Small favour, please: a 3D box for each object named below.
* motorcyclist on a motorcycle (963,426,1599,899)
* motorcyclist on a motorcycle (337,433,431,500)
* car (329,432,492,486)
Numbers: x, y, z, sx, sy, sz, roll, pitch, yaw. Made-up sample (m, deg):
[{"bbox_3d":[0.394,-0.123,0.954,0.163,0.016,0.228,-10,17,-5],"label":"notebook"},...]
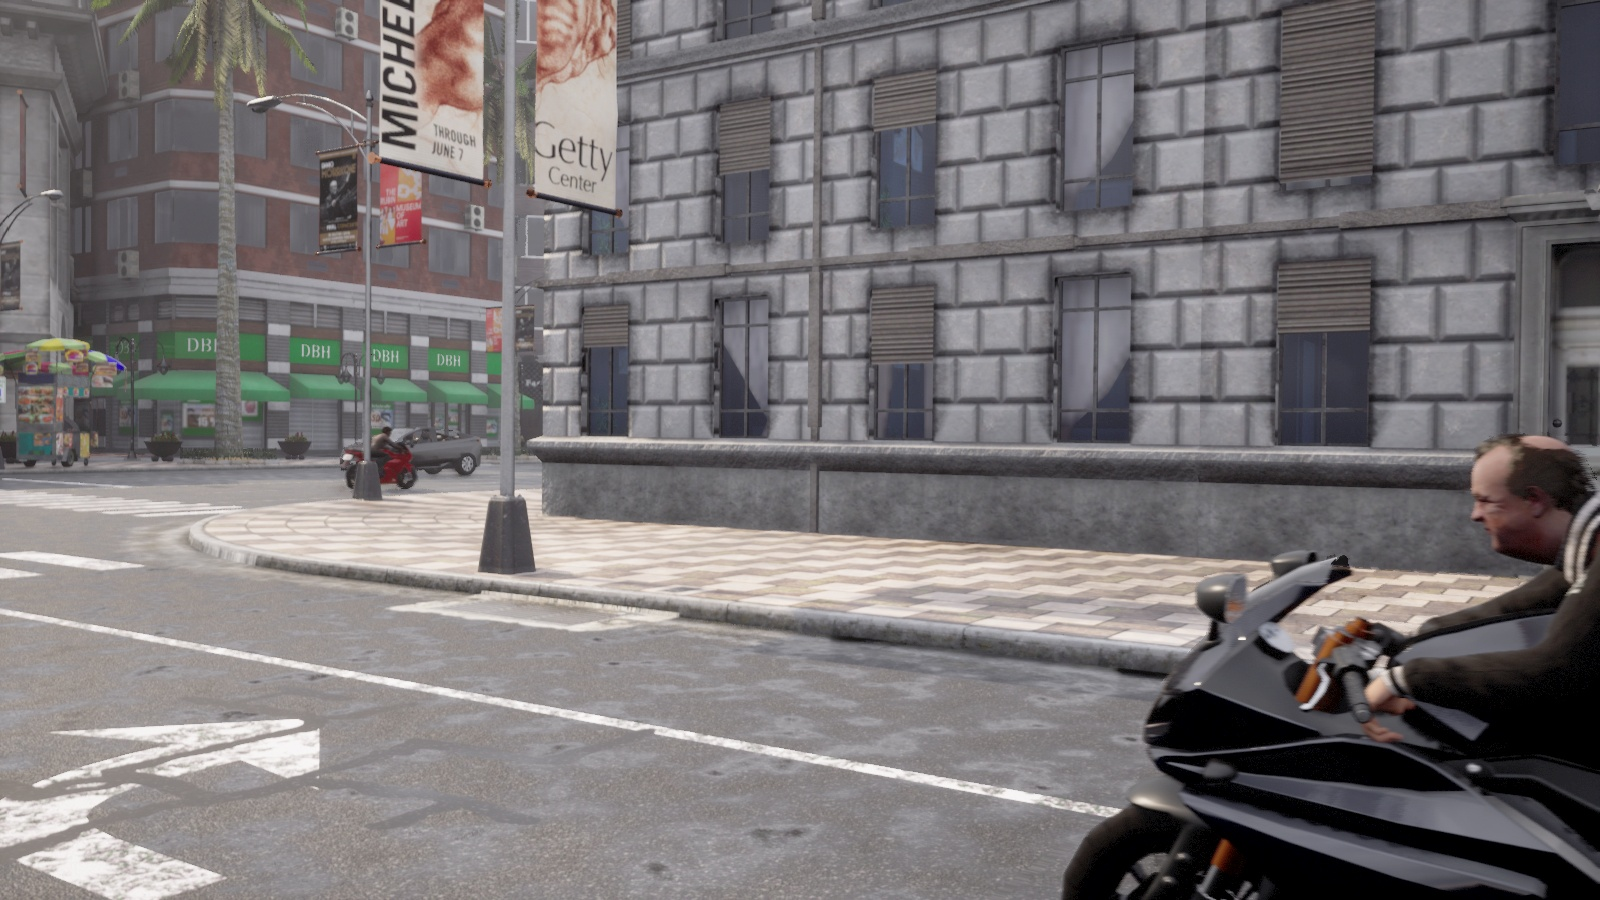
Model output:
[{"bbox_3d":[1.531,0.717,2.606,2.191,1.530,0.866,0,1,34],"label":"motorcyclist on a motorcycle"},{"bbox_3d":[-9.749,0.377,29.514,0.797,1.523,2.044,0,0,34],"label":"motorcyclist on a motorcycle"},{"bbox_3d":[-11.966,0.230,38.847,2.007,1.525,4.514,0,1,34],"label":"car"}]
